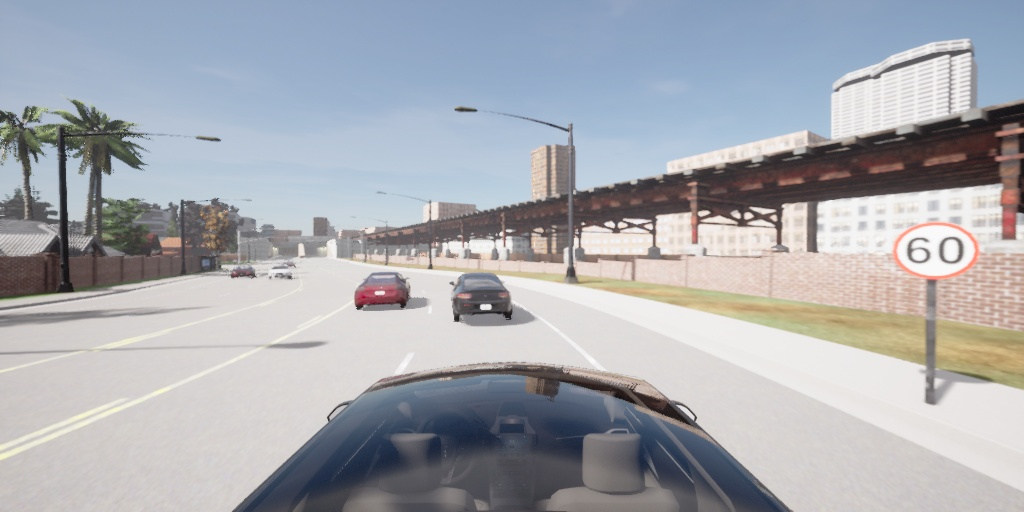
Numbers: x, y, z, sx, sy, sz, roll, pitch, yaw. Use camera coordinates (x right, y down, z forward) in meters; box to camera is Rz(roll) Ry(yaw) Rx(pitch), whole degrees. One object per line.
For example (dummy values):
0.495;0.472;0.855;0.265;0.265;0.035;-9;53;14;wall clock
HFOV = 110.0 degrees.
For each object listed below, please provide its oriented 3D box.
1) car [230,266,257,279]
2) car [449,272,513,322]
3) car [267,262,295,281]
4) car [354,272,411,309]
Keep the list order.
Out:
-28.818;1.728;38.632;1.994;1.385;4.181;-1;0;-31;car
-1.162;1.282;12.391;1.812;1.442;4.674;0;0;-10;car
-22.765;1.592;35.320;1.812;1.442;4.674;-1;0;-31;car
-5.461;1.368;15.471;1.994;1.385;4.181;-1;0;-14;car
